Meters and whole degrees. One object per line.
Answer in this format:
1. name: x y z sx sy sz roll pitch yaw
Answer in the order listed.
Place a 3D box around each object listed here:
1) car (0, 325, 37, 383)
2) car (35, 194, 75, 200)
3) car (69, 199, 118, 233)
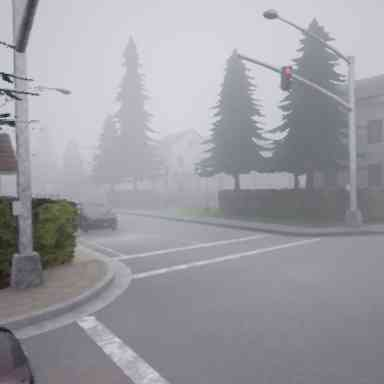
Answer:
1. car: -3.048 1.577 1.686 4.181 1.385 1.994 -1 1 -36
2. car: -12.168 1.202 28.503 2.150 2.045 5.566 -2 1 -35
3. car: -6.064 1.456 19.856 1.882 1.535 5.008 -2 1 -35
